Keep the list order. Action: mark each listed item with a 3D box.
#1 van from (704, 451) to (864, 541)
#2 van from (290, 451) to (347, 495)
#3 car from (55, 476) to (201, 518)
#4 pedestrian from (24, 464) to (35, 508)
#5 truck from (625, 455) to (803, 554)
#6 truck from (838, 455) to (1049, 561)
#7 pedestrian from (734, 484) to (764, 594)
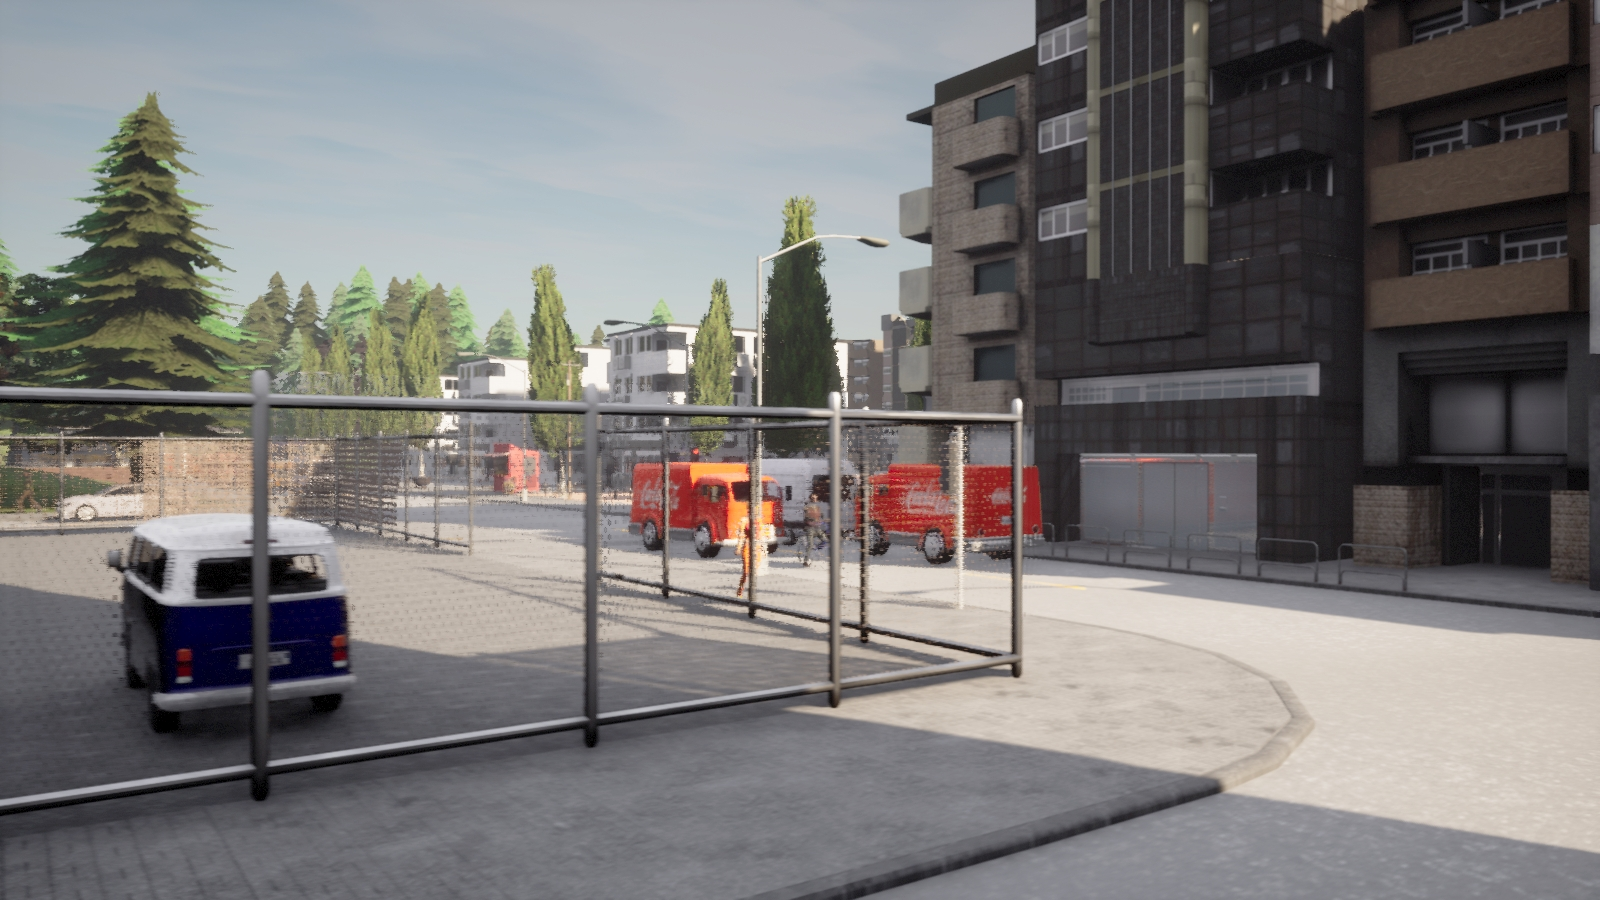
[{"bbox_3d":[-0.624,1.329,35.629,1.988,2.561,5.915,0,0,-35],"label":"van"},{"bbox_3d":[-29.417,1.327,69.692,1.988,2.561,5.915,0,0,-35],"label":"van"},{"bbox_3d":[-26.855,1.843,45.704,4.892,1.480,2.231,-1,0,-35],"label":"car"},{"bbox_3d":[-32.592,1.528,48.319,0.375,1.860,0.375,0,0,-36],"label":"pedestrian"},{"bbox_3d":[-2.475,1.364,31.417,2.627,2.467,5.204,0,0,-35],"label":"truck"},{"bbox_3d":[3.592,1.364,29.646,2.627,2.467,5.204,0,0,-35],"label":"truck"},{"bbox_3d":[-0.885,1.533,19.825,0.375,1.860,0.375,0,0,-35],"label":"pedestrian"}]
